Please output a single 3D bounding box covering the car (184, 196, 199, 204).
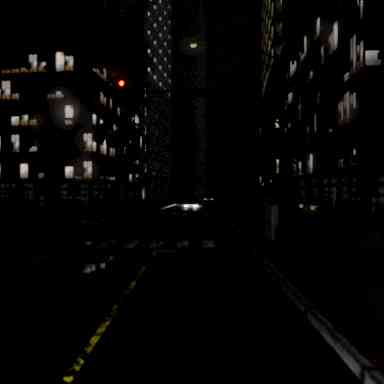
[{"bbox_3d":[-0.030,1.260,53.360,1.895,1.301,4.718,0,1,7],"label":"car"}]

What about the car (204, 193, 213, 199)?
[{"bbox_3d":[4.239,0.881,83.295,1.882,1.535,5.008,0,0,9],"label":"car"}]

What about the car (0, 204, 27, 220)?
[{"bbox_3d":[-16.453,1.692,28.594,4.403,1.369,2.008,-1,1,10],"label":"car"}]
